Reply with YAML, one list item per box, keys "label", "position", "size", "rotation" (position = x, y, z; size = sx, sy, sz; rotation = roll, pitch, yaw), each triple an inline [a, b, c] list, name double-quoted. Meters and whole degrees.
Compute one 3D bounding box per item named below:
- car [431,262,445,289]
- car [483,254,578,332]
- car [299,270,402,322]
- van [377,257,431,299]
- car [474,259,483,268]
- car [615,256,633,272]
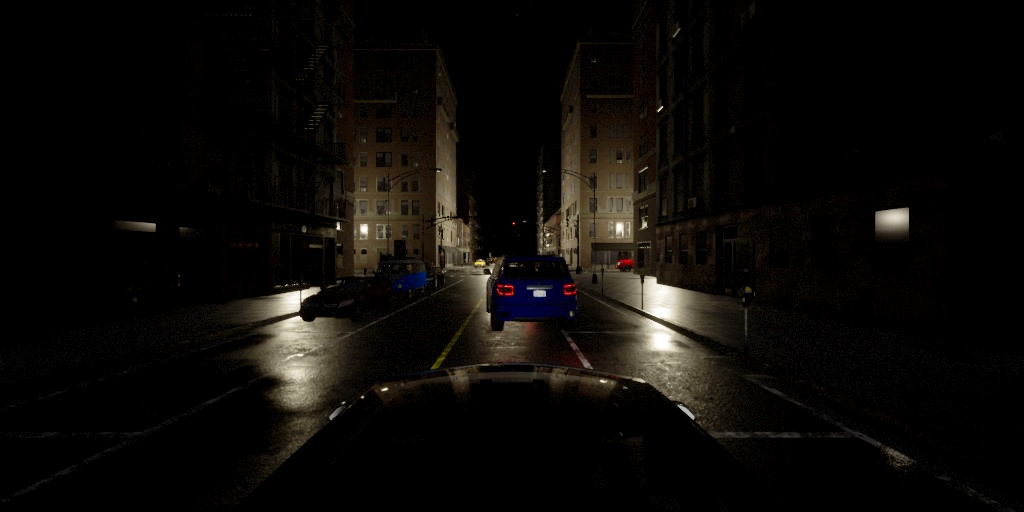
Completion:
- label: "car"
  position: [-5.392, 1.301, 23.020]
  size: [2.007, 1.370, 4.403]
  rotation: [0, 0, 0]
- label: "car"
  position: [0.359, 0.972, 11.050]
  size: [2.150, 2.045, 5.566]
  rotation: [0, 0, -6]
- label: "car"
  position: [-5.394, 1.332, 12.208]
  size: [1.802, 1.307, 4.207]
  rotation: [0, 0, 0]
- label: "van"
  position: [-5.393, 1.091, 17.614]
  size: [1.690, 1.789, 3.998]
  rotation: [0, 0, 0]
- label: "car"
  position: [-5.393, 1.276, 60.813]
  size: [1.751, 1.417, 4.829]
  rotation: [0, 0, 0]
- label: "car"
  position: [15.329, 0.880, 43.071]
  size: [5.566, 2.045, 2.150]
  rotation: [0, 0, 0]
